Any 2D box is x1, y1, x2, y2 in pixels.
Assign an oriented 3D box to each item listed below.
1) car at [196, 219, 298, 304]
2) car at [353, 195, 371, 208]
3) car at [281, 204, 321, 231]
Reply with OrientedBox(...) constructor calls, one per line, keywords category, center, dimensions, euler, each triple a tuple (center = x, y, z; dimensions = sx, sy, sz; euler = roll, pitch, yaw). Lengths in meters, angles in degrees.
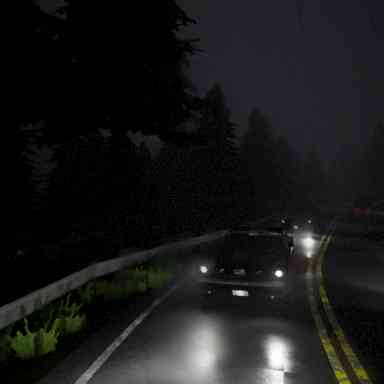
OrientedBox(category="car", center=(1.585, 1.599, 8.414), dimensions=(1.895, 1.301, 4.718), euler=(-1, 0, 18))
OrientedBox(category="car", center=(20.619, 1.060, 40.238), dimensions=(2.128, 1.511, 4.902), euler=(-2, 0, 28))
OrientedBox(category="car", center=(6.665, 1.461, 20.055), dimensions=(2.033, 1.411, 5.357), euler=(-2, 0, 26))
